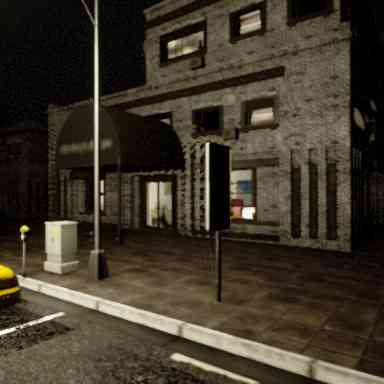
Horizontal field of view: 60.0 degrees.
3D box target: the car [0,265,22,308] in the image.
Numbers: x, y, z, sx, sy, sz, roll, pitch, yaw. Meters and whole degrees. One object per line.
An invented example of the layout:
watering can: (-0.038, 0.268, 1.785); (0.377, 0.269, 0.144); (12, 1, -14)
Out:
car: (-5.284, 1.528, 6.646); (4.829, 1.417, 1.752); (0, 0, 35)
